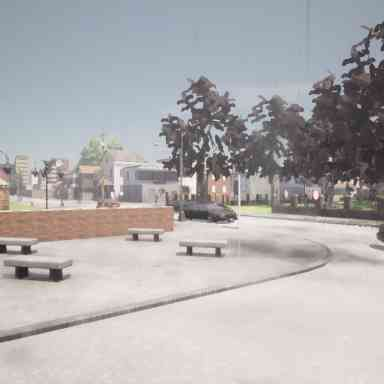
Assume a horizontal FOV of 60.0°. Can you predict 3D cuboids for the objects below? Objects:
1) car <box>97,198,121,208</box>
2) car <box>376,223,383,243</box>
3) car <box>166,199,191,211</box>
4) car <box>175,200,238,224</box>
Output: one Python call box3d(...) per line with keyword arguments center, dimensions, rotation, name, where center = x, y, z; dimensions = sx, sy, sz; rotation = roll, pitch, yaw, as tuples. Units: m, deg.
box3d(center=(-10.510, 1.526, 41.862), dimensions=(1.812, 1.442, 4.674), rotation=(0, 0, -35), name="car")
box3d(center=(8.261, 1.547, 11.066), dimensions=(2.033, 1.411, 5.357), rotation=(0, 0, 3), name="car")
box3d(center=(-1.065, 1.505, 35.651), dimensions=(1.837, 1.490, 4.892), rotation=(0, 0, -36), name="car")
box3d(center=(1.214, 1.547, 25.231), dimensions=(2.033, 1.411, 5.357), rotation=(0, 0, -35), name="car")
